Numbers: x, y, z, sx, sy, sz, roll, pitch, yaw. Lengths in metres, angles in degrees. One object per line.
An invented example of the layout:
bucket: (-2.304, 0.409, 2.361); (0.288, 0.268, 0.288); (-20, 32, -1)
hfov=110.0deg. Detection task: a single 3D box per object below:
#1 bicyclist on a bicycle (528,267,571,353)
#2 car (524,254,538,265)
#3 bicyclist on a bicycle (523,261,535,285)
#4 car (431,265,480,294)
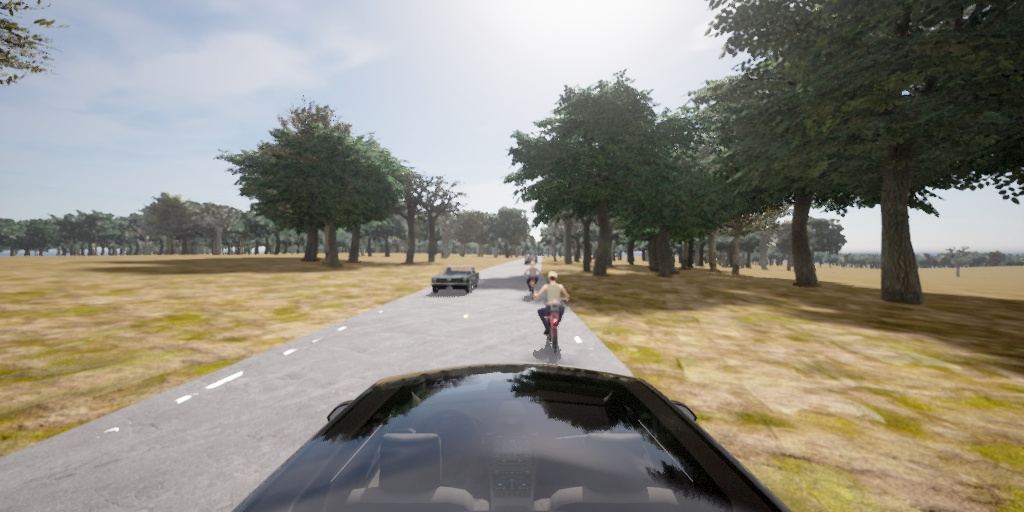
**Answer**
bicyclist on a bicycle: (0.851, 1.121, 7.605); (0.866, 1.612, 1.509); (0, 1, 0)
car: (3.171, 0.812, 61.333); (1.895, 1.301, 4.718); (0, 0, 5)
bicyclist on a bicycle: (0.951, 1.030, 16.414); (0.866, 1.612, 1.509); (0, 1, 2)
car: (-2.864, 1.169, 18.947); (1.895, 1.301, 4.718); (0, 1, 2)
